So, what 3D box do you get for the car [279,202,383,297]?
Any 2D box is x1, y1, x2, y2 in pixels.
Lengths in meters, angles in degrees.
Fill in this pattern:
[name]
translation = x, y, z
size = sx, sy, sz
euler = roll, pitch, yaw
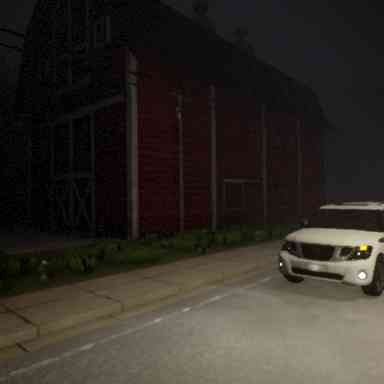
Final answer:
[car]
translation = 4.568, 1.320, 9.372
size = 2.150, 2.045, 5.566
euler = -2, -1, 43
